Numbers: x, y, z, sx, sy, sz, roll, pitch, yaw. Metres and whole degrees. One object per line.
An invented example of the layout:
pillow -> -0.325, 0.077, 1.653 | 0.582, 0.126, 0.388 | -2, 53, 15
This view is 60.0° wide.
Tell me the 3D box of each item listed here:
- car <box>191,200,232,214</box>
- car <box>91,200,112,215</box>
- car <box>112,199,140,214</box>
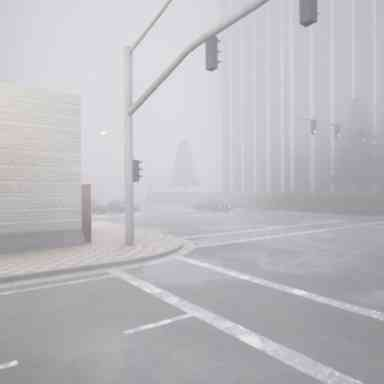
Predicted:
car -> 1.907, 1.497, 34.694 | 1.895, 1.301, 4.718 | -1, 0, -36
car -> -10.395, 1.522, 33.691 | 2.033, 1.411, 5.357 | -1, 0, -35
car -> -7.557, 1.496, 35.739 | 2.033, 1.411, 5.357 | -1, 0, -35
